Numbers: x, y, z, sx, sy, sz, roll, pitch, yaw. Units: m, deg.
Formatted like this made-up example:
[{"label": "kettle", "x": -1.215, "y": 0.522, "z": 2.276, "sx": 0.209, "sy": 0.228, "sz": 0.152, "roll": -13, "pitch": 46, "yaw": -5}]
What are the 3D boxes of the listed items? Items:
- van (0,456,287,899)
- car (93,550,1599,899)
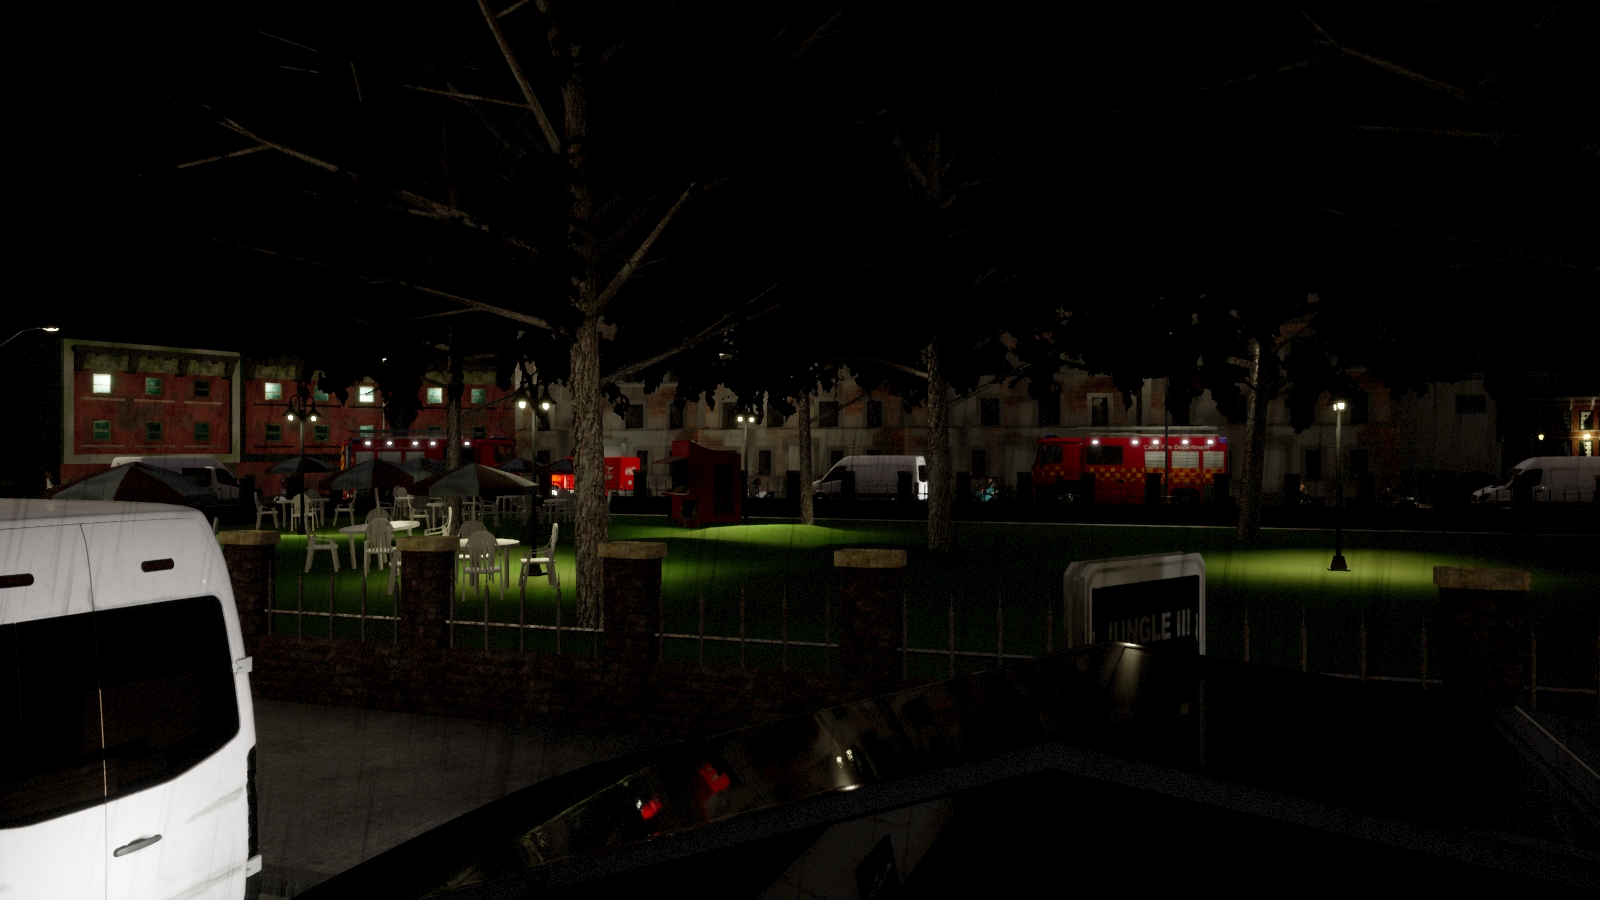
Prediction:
[{"label": "van", "x": -5.749, "y": 1.318, "z": 5.932, "sx": 5.915, "sy": 2.561, "sz": 1.988, "roll": 0, "pitch": 0, "yaw": 20}, {"label": "car", "x": 1.308, "y": 1.534, "z": 3.365, "sx": 6.274, "sy": 2.098, "sz": 2.390, "roll": 0, "pitch": 0, "yaw": 20}]
